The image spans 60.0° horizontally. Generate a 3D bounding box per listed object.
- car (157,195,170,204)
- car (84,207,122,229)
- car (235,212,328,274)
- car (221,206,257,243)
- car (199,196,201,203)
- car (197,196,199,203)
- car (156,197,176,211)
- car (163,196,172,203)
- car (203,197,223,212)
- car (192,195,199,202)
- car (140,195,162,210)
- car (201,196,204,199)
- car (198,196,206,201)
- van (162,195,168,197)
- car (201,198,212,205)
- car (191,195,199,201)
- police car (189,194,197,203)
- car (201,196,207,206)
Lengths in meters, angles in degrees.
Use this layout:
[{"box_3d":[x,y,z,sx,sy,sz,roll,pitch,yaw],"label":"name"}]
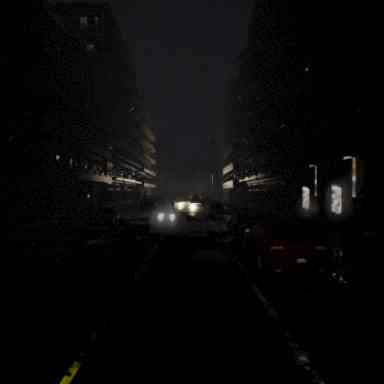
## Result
[{"box_3d":[-5.712,1.453,67.046,2.192,1.841,5.009,0,0,0],"label":"car"},{"box_3d":[-5.697,1.618,21.748,1.802,1.307,4.206,0,0,0],"label":"car"},{"box_3d":[2.687,1.559,10.407,1.887,1.381,4.507,0,0,0],"label":"car"},{"box_3d":[2.686,1.570,16.068,1.887,1.381,4.507,0,0,0],"label":"car"},{"box_3d":[2.673,1.544,55.704,1.967,1.590,4.097,0,0,0],"label":"car"},{"box_3d":[2.666,1.599,72.687,1.967,1.590,4.097,0,0,0],"label":"car"},{"box_3d":[-3.105,1.676,42.033,1.895,1.301,4.718,0,0,0],"label":"car"},{"box_3d":[-5.716,1.728,78.369,1.887,1.381,4.507,0,0,0],"label":"car"},{"box_3d":[2.679,1.620,38.718,2.008,1.369,4.403,0,0,0],"label":"car"},{"box_3d":[0.874,1.663,84.504,1.801,1.575,5.366,0,0,0],"label":"car"},{"box_3d":[-5.704,1.395,44.400,2.192,1.841,5.009,0,0,0],"label":"car"},{"box_3d":[2.675,1.635,50.043,1.887,1.381,4.507,0,0,0],"label":"car"},{"box_3d":[2.661,1.774,89.673,1.887,1.381,4.507,0,0,0],"label":"car"},{"box_3d":[-5.709,1.459,61.386,1.690,1.788,3.998,0,0,0],"label":"van"},{"box_3d":[2.671,1.700,61.367,1.802,1.307,4.206,0,0,0],"label":"car"},{"box_3d":[0.717,1.711,90.277,1.882,1.535,5.008,0,0,-3],"label":"car"},{"box_3d":[0.778,1.591,74.404,1.930,1.638,5.238,0,0,-2],"label":"police car"},{"box_3d":[2.677,1.631,44.381,2.008,1.369,4.403,0,0,0],"label":"car"}]
